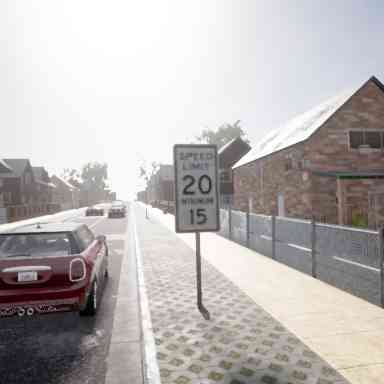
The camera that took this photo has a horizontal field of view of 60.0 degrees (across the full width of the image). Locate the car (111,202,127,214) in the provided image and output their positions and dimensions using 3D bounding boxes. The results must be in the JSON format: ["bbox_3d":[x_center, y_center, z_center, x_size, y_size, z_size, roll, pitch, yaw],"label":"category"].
[{"bbox_3d":[-10.467,2.260,48.095,2.033,1.411,5.357,-1,-1,-10],"label":"car"}]

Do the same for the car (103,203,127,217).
[{"bbox_3d":[-8.601,2.098,38.125,2.033,1.411,5.357,-1,-1,-10],"label":"car"}]

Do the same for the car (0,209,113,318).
[{"bbox_3d":[-3.118,1.456,7.632,2.097,1.767,4.553,-1,-1,-10],"label":"car"}]

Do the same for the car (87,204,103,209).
[{"bbox_3d":[-12.128,2.236,41.861,1.994,1.385,4.181,-1,-1,-10],"label":"car"}]
